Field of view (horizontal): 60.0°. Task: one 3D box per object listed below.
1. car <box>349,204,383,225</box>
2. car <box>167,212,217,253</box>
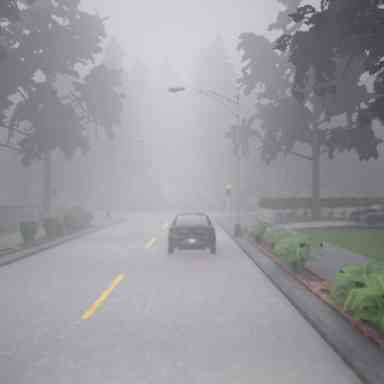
[{"bbox_3d":[13.087,1.524,22.763,4.181,1.381,1.994,0,-1,0],"label":"car"},{"bbox_3d":[0.006,1.621,14.471,1.882,1.535,5.008,0,0,0],"label":"car"}]
